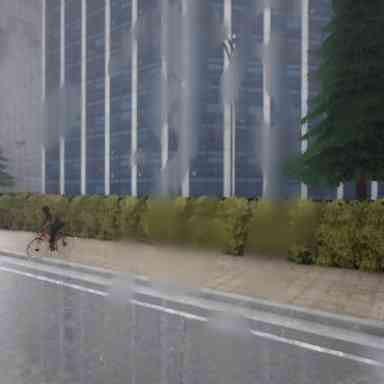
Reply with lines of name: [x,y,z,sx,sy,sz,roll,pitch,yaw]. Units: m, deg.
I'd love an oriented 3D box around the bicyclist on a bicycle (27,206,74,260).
bicyclist on a bicycle: [-4.445,1.264,10.506,0.582,1.620,1.656,0,2,34]

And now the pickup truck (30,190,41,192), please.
pickup truck: [-33.613,0.715,72.134,6.274,2.098,2.390,0,0,-26]
